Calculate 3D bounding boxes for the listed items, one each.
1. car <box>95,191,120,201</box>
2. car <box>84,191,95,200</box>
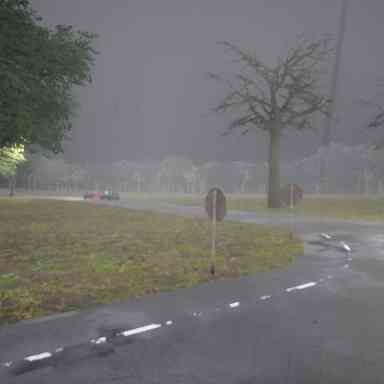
[{"bbox_3d":[-13.307,0.643,53.624,2.128,1.511,4.902,2,-1,-35],"label":"car"},{"bbox_3d":[-18.073,0.595,60.178,1.882,1.535,5.008,2,-1,-36],"label":"car"}]
